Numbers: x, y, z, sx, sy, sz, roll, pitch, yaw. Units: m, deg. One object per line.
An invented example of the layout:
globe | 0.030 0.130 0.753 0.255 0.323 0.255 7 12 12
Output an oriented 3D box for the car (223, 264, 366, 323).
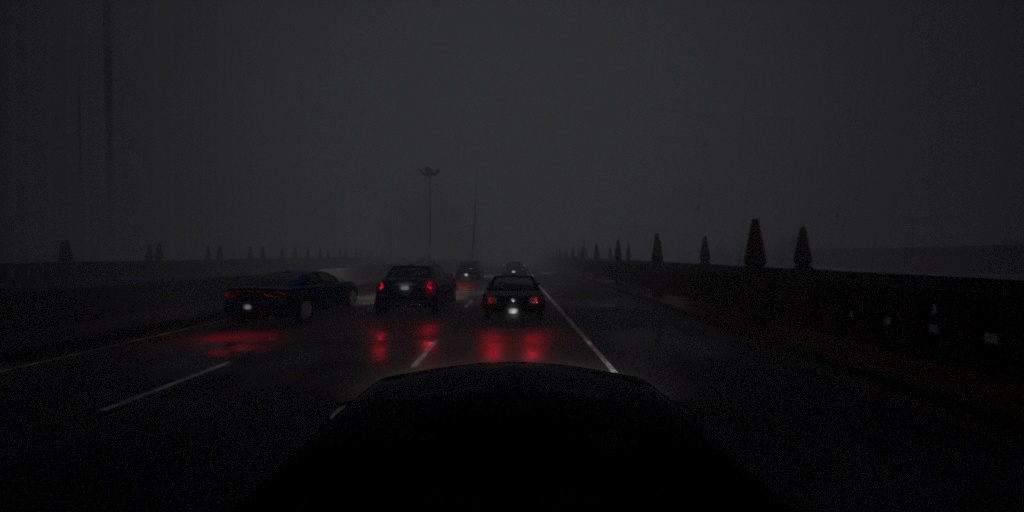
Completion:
car | -6.947 1.177 11.923 1.882 1.535 5.008 0 0 0

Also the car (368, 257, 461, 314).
car | -3.436 1.041 13.684 2.097 1.767 4.553 0 0 0

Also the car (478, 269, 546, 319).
car | 0.058 1.297 12.568 1.895 1.301 4.718 0 0 0

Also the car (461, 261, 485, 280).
car | -3.337 1.120 29.094 1.837 1.490 4.892 0 1 1

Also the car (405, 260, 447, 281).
car | -6.840 1.106 28.996 2.128 1.511 4.902 0 0 1

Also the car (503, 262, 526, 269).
car | 0.185 1.173 29.879 1.994 1.385 4.181 0 0 1

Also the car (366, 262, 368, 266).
car | -20.321 1.014 53.948 1.812 1.442 4.674 0 0 2
